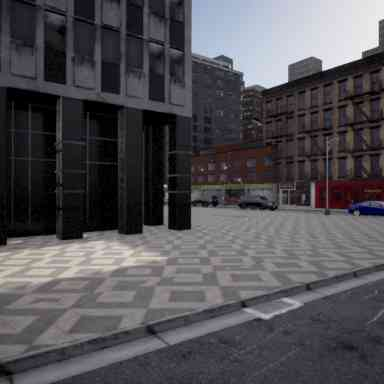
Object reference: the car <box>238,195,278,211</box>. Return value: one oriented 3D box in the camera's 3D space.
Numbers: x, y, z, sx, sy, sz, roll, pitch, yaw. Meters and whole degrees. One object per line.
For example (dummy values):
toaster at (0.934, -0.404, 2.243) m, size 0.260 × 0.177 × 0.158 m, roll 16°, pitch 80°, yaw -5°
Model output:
car at (8.419, 1.419, 42.812) m, size 2.150 × 2.045 × 5.566 m, roll 0°, pitch 0°, yaw -36°

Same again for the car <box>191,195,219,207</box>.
car at (2.176, 1.520, 56.661) m, size 2.150 × 2.045 × 5.566 m, roll 0°, pitch 0°, yaw -36°

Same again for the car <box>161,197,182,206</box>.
car at (-4.045, 1.842, 65.059) m, size 1.837 × 1.490 × 4.892 m, roll 0°, pitch 0°, yaw -36°

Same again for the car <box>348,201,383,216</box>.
car at (17.180, 1.576, 30.847) m, size 1.882 × 1.535 × 5.008 m, roll 0°, pitch -1°, yaw -37°

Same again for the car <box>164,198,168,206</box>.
car at (-2.820, 1.805, 58.309) m, size 2.128 × 1.511 × 4.902 m, roll 0°, pitch 0°, yaw -36°
